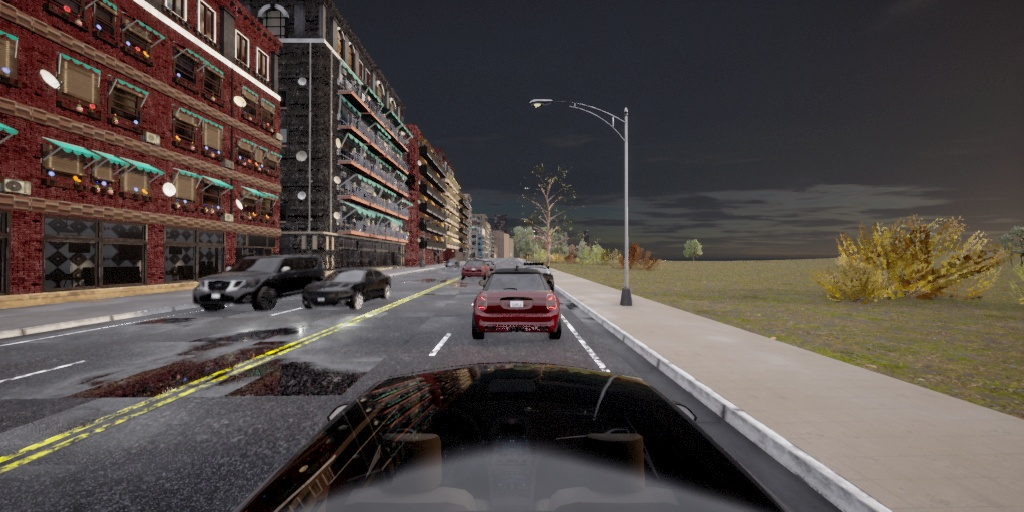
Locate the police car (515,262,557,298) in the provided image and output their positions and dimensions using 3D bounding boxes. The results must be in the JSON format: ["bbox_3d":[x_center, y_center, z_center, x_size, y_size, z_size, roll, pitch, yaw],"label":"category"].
[{"bbox_3d":[1.174,1.177,19.689,1.930,1.638,5.238,0,0,0],"label":"police car"}]

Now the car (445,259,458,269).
[{"bbox_3d":[-9.712,1.241,58.398,2.128,1.511,4.902,0,0,0],"label":"car"}]

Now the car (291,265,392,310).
[{"bbox_3d":[-6.574,1.229,14.851,1.882,1.535,5.008,0,0,0],"label":"car"}]

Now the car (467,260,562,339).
[{"bbox_3d":[0.113,1.103,10.194,2.097,1.767,4.553,0,0,0],"label":"car"}]

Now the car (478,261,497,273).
[{"bbox_3d":[-3.058,1.315,45.558,1.994,1.385,4.181,0,0,0],"label":"car"}]

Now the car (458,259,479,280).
[{"bbox_3d":[-3.091,1.103,31.645,2.097,1.767,4.553,0,0,2],"label":"car"}]

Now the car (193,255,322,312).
[{"bbox_3d":[-9.823,0.973,14.656,2.150,2.045,5.566,0,0,0],"label":"car"}]
